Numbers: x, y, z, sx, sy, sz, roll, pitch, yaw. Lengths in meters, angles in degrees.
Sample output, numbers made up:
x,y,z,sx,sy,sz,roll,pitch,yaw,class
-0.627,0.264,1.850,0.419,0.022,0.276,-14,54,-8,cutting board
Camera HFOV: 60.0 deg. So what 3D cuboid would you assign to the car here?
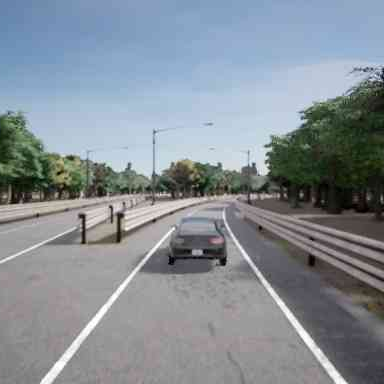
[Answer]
x,y,z,sx,sy,sz,roll,pitch,yaw,class
0.220,1.575,11.825,1.812,1.442,4.674,0,0,2,car
